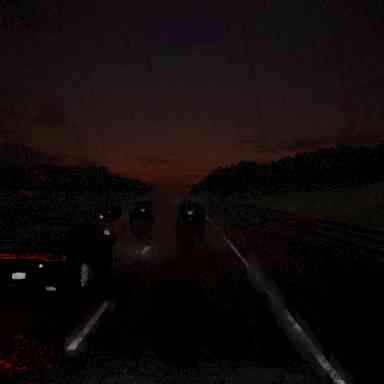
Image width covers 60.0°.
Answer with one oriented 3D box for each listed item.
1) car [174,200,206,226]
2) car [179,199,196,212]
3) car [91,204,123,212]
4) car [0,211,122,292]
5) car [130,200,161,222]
[{"bbox_3d":[-0.169,1.434,24.022,2.097,1.767,4.553,0,0,-1],"label":"car"},{"bbox_3d":[-0.578,1.675,41.827,2.033,1.411,5.357,0,0,-1],"label":"car"},{"bbox_3d":[-7.274,1.693,28.747,1.895,1.301,4.718,0,0,-1],"label":"car"},{"bbox_3d":[-3.419,1.509,9.034,1.882,1.535,5.008,0,0,0],"label":"car"},{"bbox_3d":[-3.739,1.441,27.164,2.097,1.767,4.553,0,0,-1],"label":"car"}]
